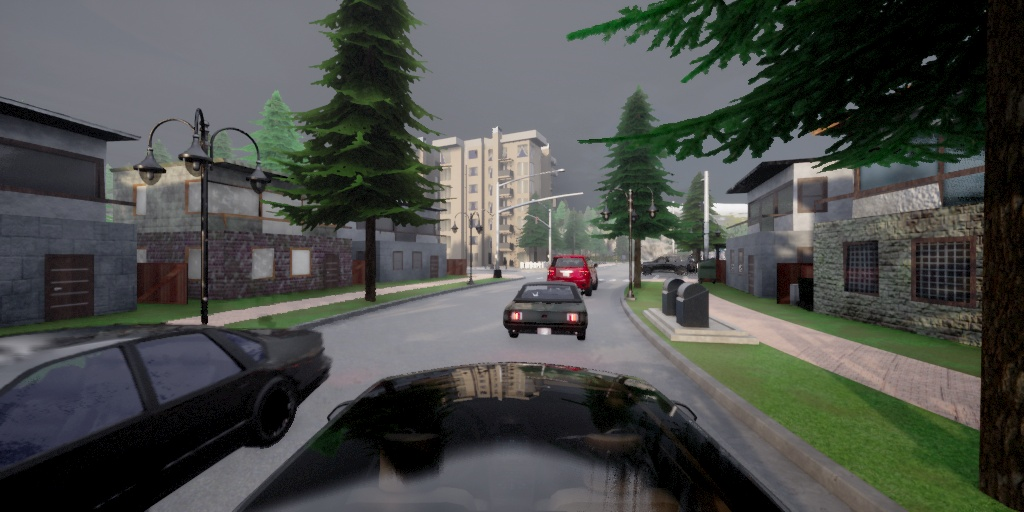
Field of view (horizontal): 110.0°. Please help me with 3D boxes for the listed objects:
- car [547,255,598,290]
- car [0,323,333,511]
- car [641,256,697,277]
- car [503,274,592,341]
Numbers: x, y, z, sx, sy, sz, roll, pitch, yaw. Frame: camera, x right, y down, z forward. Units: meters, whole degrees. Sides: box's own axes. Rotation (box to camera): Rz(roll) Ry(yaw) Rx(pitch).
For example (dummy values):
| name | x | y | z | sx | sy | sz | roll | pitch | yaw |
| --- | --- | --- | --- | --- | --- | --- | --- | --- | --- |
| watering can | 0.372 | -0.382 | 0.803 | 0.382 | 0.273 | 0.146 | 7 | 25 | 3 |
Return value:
| name | x | y | z | sx | sy | sz | roll | pitch | yaw |
| --- | --- | --- | --- | --- | --- | --- | --- | --- | --- |
| car | 3.376 | 0.971 | 19.486 | 2.150 | 2.045 | 5.566 | 0 | 0 | 18 |
| car | -3.452 | 1.297 | 2.545 | 2.033 | 1.411 | 5.357 | 0 | 0 | 3 |
| car | 15.330 | 0.992 | 35.740 | 5.566 | 2.045 | 2.150 | 0 | 0 | 27 |
| car | 1.074 | 1.351 | 9.992 | 1.895 | 1.301 | 4.718 | 0 | 0 | 9 |
